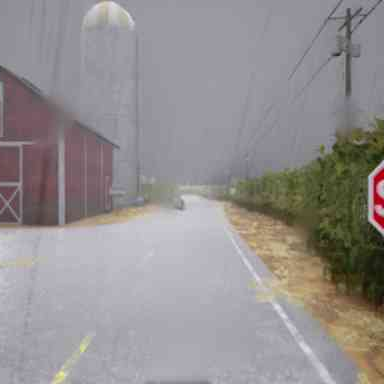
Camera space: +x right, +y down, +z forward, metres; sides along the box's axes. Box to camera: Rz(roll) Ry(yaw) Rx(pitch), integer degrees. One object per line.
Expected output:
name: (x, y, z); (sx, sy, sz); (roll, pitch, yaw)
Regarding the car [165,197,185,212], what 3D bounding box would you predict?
car: (-1.797, 1.376, 36.868); (1.837, 1.490, 4.892); (0, 1, 4)
